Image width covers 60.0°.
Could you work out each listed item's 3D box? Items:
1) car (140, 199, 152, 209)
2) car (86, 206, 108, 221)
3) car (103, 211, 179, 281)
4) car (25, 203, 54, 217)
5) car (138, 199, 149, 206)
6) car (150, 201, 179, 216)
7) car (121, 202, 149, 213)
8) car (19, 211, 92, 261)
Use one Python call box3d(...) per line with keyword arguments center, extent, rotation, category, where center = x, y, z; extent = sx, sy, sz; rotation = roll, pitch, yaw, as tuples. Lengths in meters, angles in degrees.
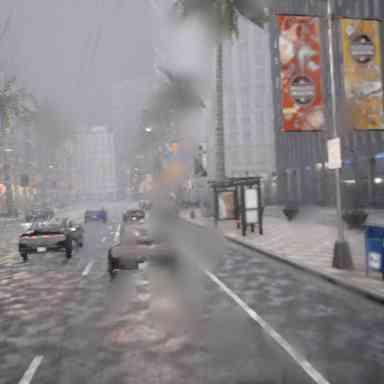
box3d(center=(-7.951, 2.082, 59.383), extent=(2.185, 1.767, 4.553), rotation=(-3, 0, -11), category="car")
box3d(center=(-9.322, 2.117, 32.526), extent=(1.882, 1.535, 5.008), rotation=(-3, 0, -11), category="car")
box3d(center=(-1.582, 1.629, 10.535), extent=(2.128, 1.511, 4.902), rotation=(-3, 0, -10), category="car")
box3d(center=(-17.871, 2.370, 39.266), extent=(2.150, 2.045, 5.566), rotation=(-3, 0, -11), category="car")
box3d(center=(-11.837, 2.553, 80.963), extent=(2.161, 1.482, 4.786), rotation=(-3, 0, -11), category="car")
box3d(center=(-2.335, 1.770, 30.551), extent=(2.231, 1.521, 4.892), rotation=(-3, 0, -11), category="car")
box3d(center=(-5.051, 1.916, 28.887), extent=(1.837, 1.490, 4.892), rotation=(-3, 0, -11), category="car")
box3d(center=(-5.786, 1.854, 14.176), extent=(2.128, 1.511, 4.902), rotation=(-3, 0, -11), category="car")
